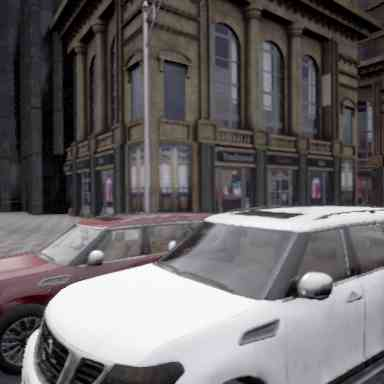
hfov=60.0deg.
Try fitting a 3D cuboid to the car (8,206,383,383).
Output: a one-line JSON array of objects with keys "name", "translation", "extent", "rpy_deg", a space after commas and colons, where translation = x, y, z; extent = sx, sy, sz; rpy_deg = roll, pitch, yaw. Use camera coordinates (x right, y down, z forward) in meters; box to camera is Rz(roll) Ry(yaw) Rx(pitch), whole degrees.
[{"name": "car", "translation": [1.050, 1.234, 4.123], "extent": [5.566, 2.045, 2.150], "rpy_deg": [0, 0, -35]}]

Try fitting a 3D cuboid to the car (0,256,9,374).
[{"name": "car", "translation": [-1.252, 1.324, 5.772], "extent": [5.009, 1.841, 2.192], "rpy_deg": [0, -1, -35]}]

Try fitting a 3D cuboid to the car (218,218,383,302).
[{"name": "car", "translation": [3.122, 1.555, 8.889], "extent": [4.829, 1.417, 1.752], "rpy_deg": [0, -1, -35]}]
